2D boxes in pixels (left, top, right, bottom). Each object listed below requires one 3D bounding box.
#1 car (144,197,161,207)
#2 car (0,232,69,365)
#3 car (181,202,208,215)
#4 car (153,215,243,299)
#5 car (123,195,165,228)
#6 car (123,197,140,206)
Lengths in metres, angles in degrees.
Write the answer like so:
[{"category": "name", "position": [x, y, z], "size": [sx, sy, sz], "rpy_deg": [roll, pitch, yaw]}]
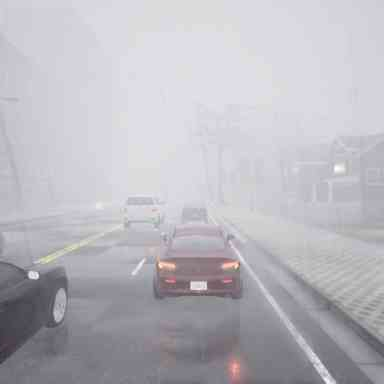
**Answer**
[{"category": "car", "position": [-6.311, 1.519, 53.408], "size": [2.033, 1.411, 5.357], "rpy_deg": [0, 0, 0]}, {"category": "car", "position": [-3.139, 1.477, 3.969], "size": [1.882, 1.535, 5.008], "rpy_deg": [0, 0, 0]}, {"category": "car", "position": [0.189, 1.469, 25.280], "size": [1.882, 1.535, 5.008], "rpy_deg": [0, 0, 0]}, {"category": "car", "position": [0.128, 1.524, 8.300], "size": [1.812, 1.442, 4.674], "rpy_deg": [0, 0, 0]}, {"category": "car", "position": [-3.071, 1.214, 22.065], "size": [2.150, 2.045, 5.566], "rpy_deg": [0, 0, 0]}, {"category": "car", "position": [-9.567, 1.517, 52.933], "size": [1.994, 1.385, 4.181], "rpy_deg": [0, 0, 0]}]
